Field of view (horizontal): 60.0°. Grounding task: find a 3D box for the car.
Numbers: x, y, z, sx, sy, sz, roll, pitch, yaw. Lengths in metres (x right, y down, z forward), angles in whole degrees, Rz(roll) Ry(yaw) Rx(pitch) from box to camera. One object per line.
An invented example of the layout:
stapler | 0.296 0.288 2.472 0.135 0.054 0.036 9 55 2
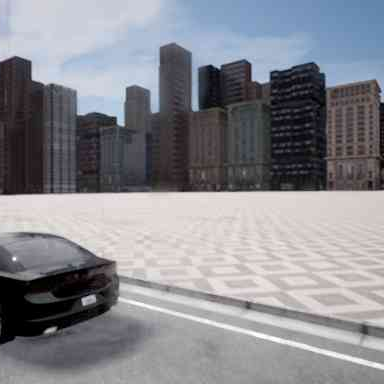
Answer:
car | -3.600 1.537 6.559 5.008 1.535 1.882 -1 0 35
